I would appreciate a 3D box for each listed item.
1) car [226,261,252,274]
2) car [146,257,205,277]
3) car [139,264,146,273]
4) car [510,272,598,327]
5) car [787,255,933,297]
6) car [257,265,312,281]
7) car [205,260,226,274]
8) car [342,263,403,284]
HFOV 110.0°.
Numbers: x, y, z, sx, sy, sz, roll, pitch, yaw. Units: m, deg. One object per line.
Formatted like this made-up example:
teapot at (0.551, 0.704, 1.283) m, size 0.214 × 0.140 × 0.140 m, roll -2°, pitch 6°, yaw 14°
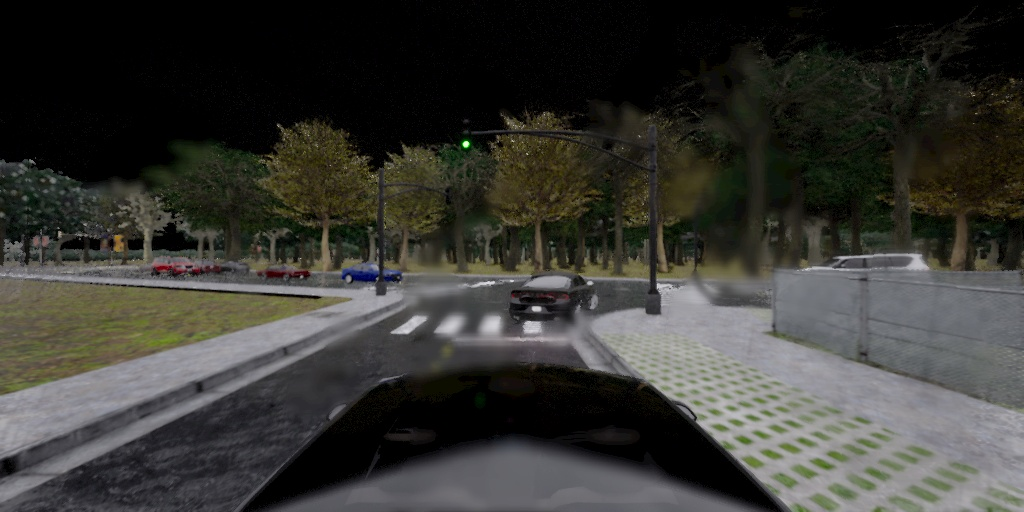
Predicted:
car at (-34.749, 1.410, 44.757) m, size 4.902 × 1.511 × 2.128 m, roll 0°, pitch 0°, yaw 23°
car at (-35.731, 1.101, 38.036) m, size 5.566 × 2.045 × 2.150 m, roll 0°, pitch 0°, yaw 24°
car at (-45.577, 1.473, 45.891) m, size 4.181 × 1.385 × 1.994 m, roll 0°, pitch 0°, yaw 23°
car at (1.535, 1.253, 11.848) m, size 1.882 × 1.535 × 5.008 m, roll -1°, pitch 0°, yaw 21°
car at (17.765, 0.977, 18.659) m, size 5.566 × 2.045 × 2.150 m, roll -1°, pitch -1°, yaw 23°
car at (-19.726, 1.446, 31.085) m, size 4.718 × 1.301 × 1.895 m, roll 0°, pitch 0°, yaw 23°
car at (-36.308, 1.252, 41.891) m, size 4.553 × 1.767 × 2.097 m, roll 0°, pitch 0°, yaw 23°
car at (-10.556, 1.302, 27.124) m, size 5.008 × 1.535 × 1.882 m, roll 0°, pitch 0°, yaw 23°
